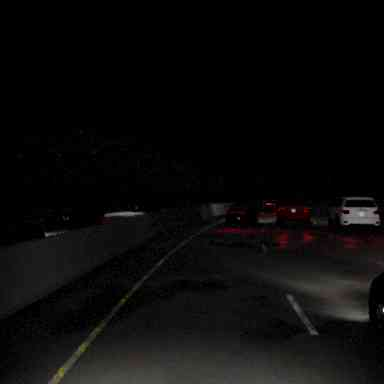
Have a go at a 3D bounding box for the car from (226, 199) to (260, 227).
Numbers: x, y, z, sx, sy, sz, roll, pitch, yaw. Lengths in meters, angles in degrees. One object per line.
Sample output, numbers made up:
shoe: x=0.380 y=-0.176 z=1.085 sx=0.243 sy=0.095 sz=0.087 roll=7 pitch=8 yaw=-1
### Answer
car: x=3.671 y=1.553 z=23.815 sx=1.882 sy=1.535 sz=5.008 roll=0 pitch=0 yaw=15

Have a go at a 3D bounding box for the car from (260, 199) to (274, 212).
car: x=10.236 y=1.629 z=40.810 sx=2.128 sy=1.511 sz=4.902 roll=0 pitch=0 yaw=26

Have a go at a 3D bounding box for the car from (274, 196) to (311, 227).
car: x=7.266 y=1.306 z=23.869 sx=2.150 sy=2.045 sz=5.566 roll=0 pitch=0 yaw=16

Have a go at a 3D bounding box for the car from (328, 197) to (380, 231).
car: x=10.090 y=1.305 z=21.059 sx=2.150 sy=2.045 sz=5.566 roll=0 pitch=0 yaw=14

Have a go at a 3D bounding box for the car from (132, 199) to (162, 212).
car: x=-5.459 y=1.591 z=40.632 sx=2.128 sy=1.511 sz=4.902 roll=0 pitch=0 yaw=23

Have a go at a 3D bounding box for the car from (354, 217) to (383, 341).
car: x=3.852 y=1.372 z=3.532 sx=2.097 sy=1.767 sz=4.553 roll=0 pitch=0 yaw=2

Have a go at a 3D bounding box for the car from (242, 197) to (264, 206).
car: x=11.561 y=1.711 z=62.928 sx=2.128 sy=1.511 sz=4.902 roll=0 pitch=0 yaw=38

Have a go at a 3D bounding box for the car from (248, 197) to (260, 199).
car: x=11.508 y=1.786 z=56.973 sx=1.895 sy=1.301 sz=4.718 roll=0 pitch=0 yaw=35

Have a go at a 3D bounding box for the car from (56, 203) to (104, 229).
car: x=-7.735 y=1.521 z=22.324 sx=1.882 sy=1.535 sz=5.008 roll=0 pitch=0 yaw=13

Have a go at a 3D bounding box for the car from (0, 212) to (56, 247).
car: x=-6.309 y=1.538 z=10.119 sx=1.812 sy=1.442 sz=4.674 roll=0 pitch=0 yaw=7
